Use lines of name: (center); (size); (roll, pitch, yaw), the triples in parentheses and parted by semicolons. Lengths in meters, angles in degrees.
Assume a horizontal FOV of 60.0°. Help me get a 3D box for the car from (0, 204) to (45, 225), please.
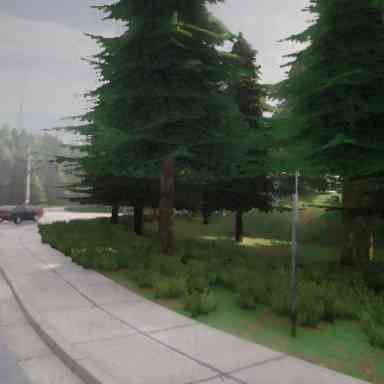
car: (-14.858, 1.917, 28.331); (1.837, 1.490, 4.892); (1, -1, 3)

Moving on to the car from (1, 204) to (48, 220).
car: (-17.636, 2.050, 35.233); (1.812, 1.442, 4.674); (1, -2, 13)
